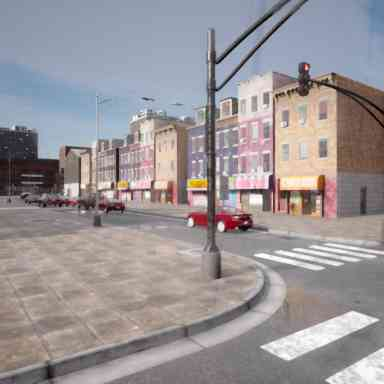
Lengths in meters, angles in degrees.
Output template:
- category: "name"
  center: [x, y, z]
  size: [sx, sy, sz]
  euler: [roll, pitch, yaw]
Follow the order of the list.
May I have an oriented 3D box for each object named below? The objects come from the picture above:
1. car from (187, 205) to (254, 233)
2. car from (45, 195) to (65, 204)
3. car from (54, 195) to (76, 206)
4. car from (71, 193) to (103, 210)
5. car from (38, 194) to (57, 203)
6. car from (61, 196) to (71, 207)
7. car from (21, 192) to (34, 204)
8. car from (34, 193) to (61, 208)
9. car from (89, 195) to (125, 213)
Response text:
- category: "car"
  center: [1.442, 1.403, 18.647]
  size: [1.887, 1.381, 4.507]
  euler: [1, 0, -35]
- category: "car"
  center: [-20.506, 1.090, 49.742]
  size: [1.802, 1.307, 4.206]
  euler: [0, 0, -35]
- category: "car"
  center: [-17.371, 1.136, 45.299]
  size: [1.802, 1.307, 4.206]
  euler: [0, 0, -35]
- category: "car"
  center: [-11.097, 0.964, 36.414]
  size: [2.192, 1.841, 5.009]
  euler: [1, 0, -35]
- category: "car"
  center: [-23.641, 1.014, 54.184]
  size: [2.008, 1.369, 4.403]
  euler: [0, 0, -35]
- category: "car"
  center: [-14.236, 1.183, 40.858]
  size: [1.802, 1.307, 4.206]
  euler: [0, 0, -35]
- category: "car"
  center: [-23.573, 1.046, 49.502]
  size: [2.033, 1.411, 5.357]
  euler: [0, 1, -35]
- category: "car"
  center: [-17.714, 0.936, 41.283]
  size: [2.097, 1.767, 4.553]
  euler: [0, 1, -35]
- category: "car"
  center: [-7.964, 1.244, 31.973]
  size: [1.887, 1.381, 4.507]
  euler: [1, 0, -35]
